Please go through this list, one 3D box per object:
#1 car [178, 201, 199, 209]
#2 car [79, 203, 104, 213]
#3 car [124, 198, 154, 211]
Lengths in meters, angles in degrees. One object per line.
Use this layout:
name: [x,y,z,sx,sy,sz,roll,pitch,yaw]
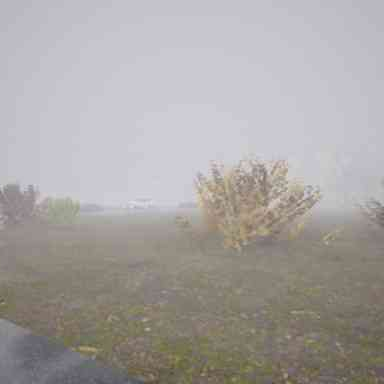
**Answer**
car: [-0.410,2.275,60.045,1.882,1.535,5.008,-2,-2,36]
car: [-14.816,2.219,46.241,2.033,1.411,5.357,-2,-2,36]
car: [-8.618,2.010,54.831,2.150,2.045,5.566,-2,-2,36]
